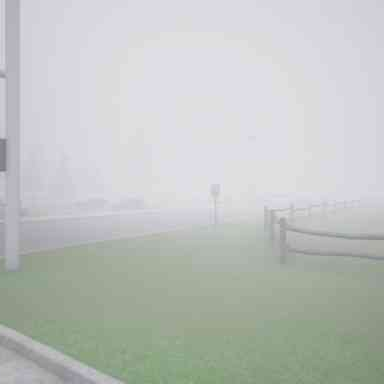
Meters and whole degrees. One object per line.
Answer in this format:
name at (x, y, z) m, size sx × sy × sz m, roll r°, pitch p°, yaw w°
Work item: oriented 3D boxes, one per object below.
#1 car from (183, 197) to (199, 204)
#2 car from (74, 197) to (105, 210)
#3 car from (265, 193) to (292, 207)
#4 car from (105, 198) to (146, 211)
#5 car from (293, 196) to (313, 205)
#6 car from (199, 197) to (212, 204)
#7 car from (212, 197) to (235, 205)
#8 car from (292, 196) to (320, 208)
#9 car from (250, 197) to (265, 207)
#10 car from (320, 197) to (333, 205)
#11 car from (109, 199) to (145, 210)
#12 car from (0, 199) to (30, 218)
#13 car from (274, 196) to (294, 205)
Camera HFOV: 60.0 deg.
car at (0.143, 1.559, 63.320) m, size 1.994 × 1.385 × 4.181 m, roll 0°, pitch 0°, yaw 36°
car at (-13.272, 1.472, 44.370) m, size 1.882 × 1.535 × 5.008 m, roll 0°, pitch 0°, yaw 35°
car at (13.554, 1.219, 50.132) m, size 2.150 × 2.045 × 5.566 m, roll 0°, pitch 0°, yaw 38°
car at (-7.686, 1.500, 40.141) m, size 1.837 × 1.490 × 4.892 m, roll 0°, pitch 0°, yaw 35°
car at (19.662, 1.475, 58.651) m, size 1.882 × 1.535 × 5.008 m, roll 0°, pitch 0°, yaw 36°
car at (3.811, 1.596, 62.409) m, size 1.895 × 1.301 × 4.718 m, roll 0°, pitch 0°, yaw 36°
car at (5.906, 1.560, 59.347) m, size 1.994 × 1.385 × 4.181 m, roll 0°, pitch 0°, yaw 36°
car at (16.676, 1.562, 48.480) m, size 1.994 × 1.385 × 4.181 m, roll 0°, pitch 0°, yaw 36°
car at (10.880, 1.488, 52.413) m, size 2.128 × 1.511 × 4.902 m, roll 0°, pitch 0°, yaw 36°
car at (22.480, 1.545, 56.575) m, size 2.033 × 1.411 × 5.357 m, roll 0°, pitch 0°, yaw 36°
car at (-8.667, 1.595, 44.855) m, size 1.895 × 1.301 × 4.718 m, roll 0°, pitch 0°, yaw 35°
car at (-16.128, 1.521, 28.034) m, size 1.812 × 1.442 × 4.674 m, roll 0°, pitch 0°, yaw 35°
car at (16.844, 1.474, 60.727) m, size 1.882 × 1.535 × 5.008 m, roll 0°, pitch 0°, yaw 36°
